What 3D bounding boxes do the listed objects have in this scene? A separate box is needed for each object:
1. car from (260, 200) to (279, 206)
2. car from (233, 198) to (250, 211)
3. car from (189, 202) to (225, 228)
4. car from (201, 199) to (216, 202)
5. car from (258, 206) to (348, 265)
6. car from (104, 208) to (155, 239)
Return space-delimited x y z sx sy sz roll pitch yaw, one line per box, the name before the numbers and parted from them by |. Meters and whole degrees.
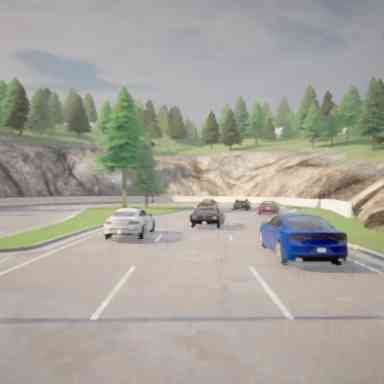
car | 8.061 1.566 34.781 1.994 1.385 4.181 0 0 16
car | 6.140 1.493 41.264 2.128 1.511 4.902 0 0 12
car | 1.171 1.602 22.389 1.895 1.301 4.718 0 0 11
car | 1.966 1.527 39.120 1.812 1.442 4.674 0 0 15
car | 3.665 1.478 11.783 1.882 1.535 5.008 0 0 1
car | -3.108 1.526 17.102 1.812 1.442 4.674 0 0 3
